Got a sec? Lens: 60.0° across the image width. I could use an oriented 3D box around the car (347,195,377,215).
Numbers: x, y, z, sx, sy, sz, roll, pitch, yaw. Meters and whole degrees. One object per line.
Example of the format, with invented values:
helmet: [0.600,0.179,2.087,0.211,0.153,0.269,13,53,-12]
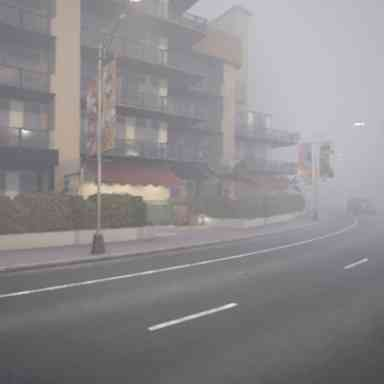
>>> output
car: [20.444,1.698,40.247,2.150,2.045,5.566,1,0,12]
